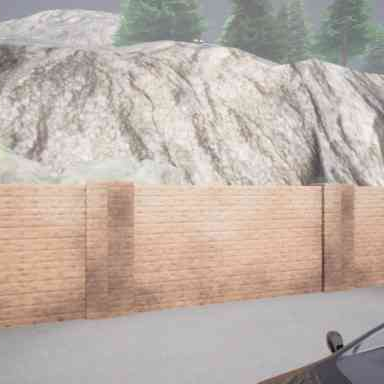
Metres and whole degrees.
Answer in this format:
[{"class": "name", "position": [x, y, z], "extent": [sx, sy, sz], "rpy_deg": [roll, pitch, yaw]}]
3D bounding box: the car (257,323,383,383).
[{"class": "car", "position": [2.100, 1.492, 1.946], "extent": [4.902, 1.511, 2.128], "rpy_deg": [0, 0, -19]}]
